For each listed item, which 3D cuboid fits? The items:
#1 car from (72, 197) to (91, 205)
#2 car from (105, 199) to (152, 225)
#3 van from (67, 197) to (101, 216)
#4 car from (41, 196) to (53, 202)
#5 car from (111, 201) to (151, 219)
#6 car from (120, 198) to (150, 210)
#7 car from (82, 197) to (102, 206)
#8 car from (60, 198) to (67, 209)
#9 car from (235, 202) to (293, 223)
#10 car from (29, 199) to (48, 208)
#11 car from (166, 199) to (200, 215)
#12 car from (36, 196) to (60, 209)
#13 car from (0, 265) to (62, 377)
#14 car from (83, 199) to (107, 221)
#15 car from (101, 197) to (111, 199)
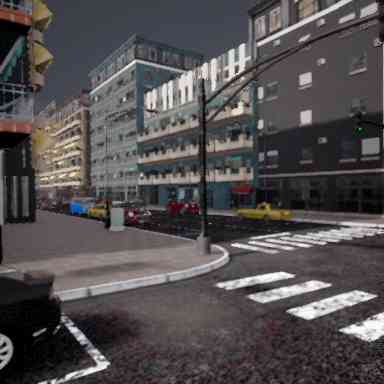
[{"bbox_3d":[-20.326,1.615,61.210,2.008,1.369,4.403,-1,1,-36],"label":"car"},{"bbox_3d":[-4.601,1.536,24.828,1.967,1.590,4.097,-1,1,-36],"label":"car"},{"bbox_3d":[-11.043,1.466,33.828,1.690,1.788,3.998,-1,1,-36],"label":"van"},{"bbox_3d":[-36.427,1.697,83.714,1.887,1.381,4.507,-1,1,-36],"label":"car"},{"bbox_3d":[-5.743,1.631,30.879,1.994,1.385,4.181,-1,1,-36],"label":"car"},{"bbox_3d":[-7.445,1.552,43.206,2.008,1.369,4.403,-1,1,-36],"label":"car"},{"bbox_3d":[-17.106,1.614,56.709,1.947,1.339,4.313,-1,1,-36],"label":"car"},{"bbox_3d":[-19.041,1.676,49.630,2.033,1.411,5.357,-1,0,-35],"label":"car"},{"bbox_3d":[5.337,1.470,25.341,1.752,1.417,4.829,-1,1,-36],"label":"car"},{"bbox_3d":[-23.920,1.752,51.833,1.947,1.339,4.313,-1,1,-36],"label":"car"},{"bbox_3d":[-1.006,1.412,34.203,1.967,1.590,4.097,-1,1,-36],"label":"car"},{"bbox_3d":[-20.702,1.610,47.332,1.967,1.590,4.097,-1,1,-36],"label":"car"},{"bbox_3d":[-3.851,1.552,3.827,4.403,1.369,2.008,0,-1,-35],"label":"car"},{"bbox_3d":[-7.721,1.635,29.191,1.752,1.417,4.829,-1,1,-36],"label":"car"},{"bbox_3d":[-13.887,1.472,52.206,1.967,1.590,4.097,-1,1,-36],"label":"car"}]
